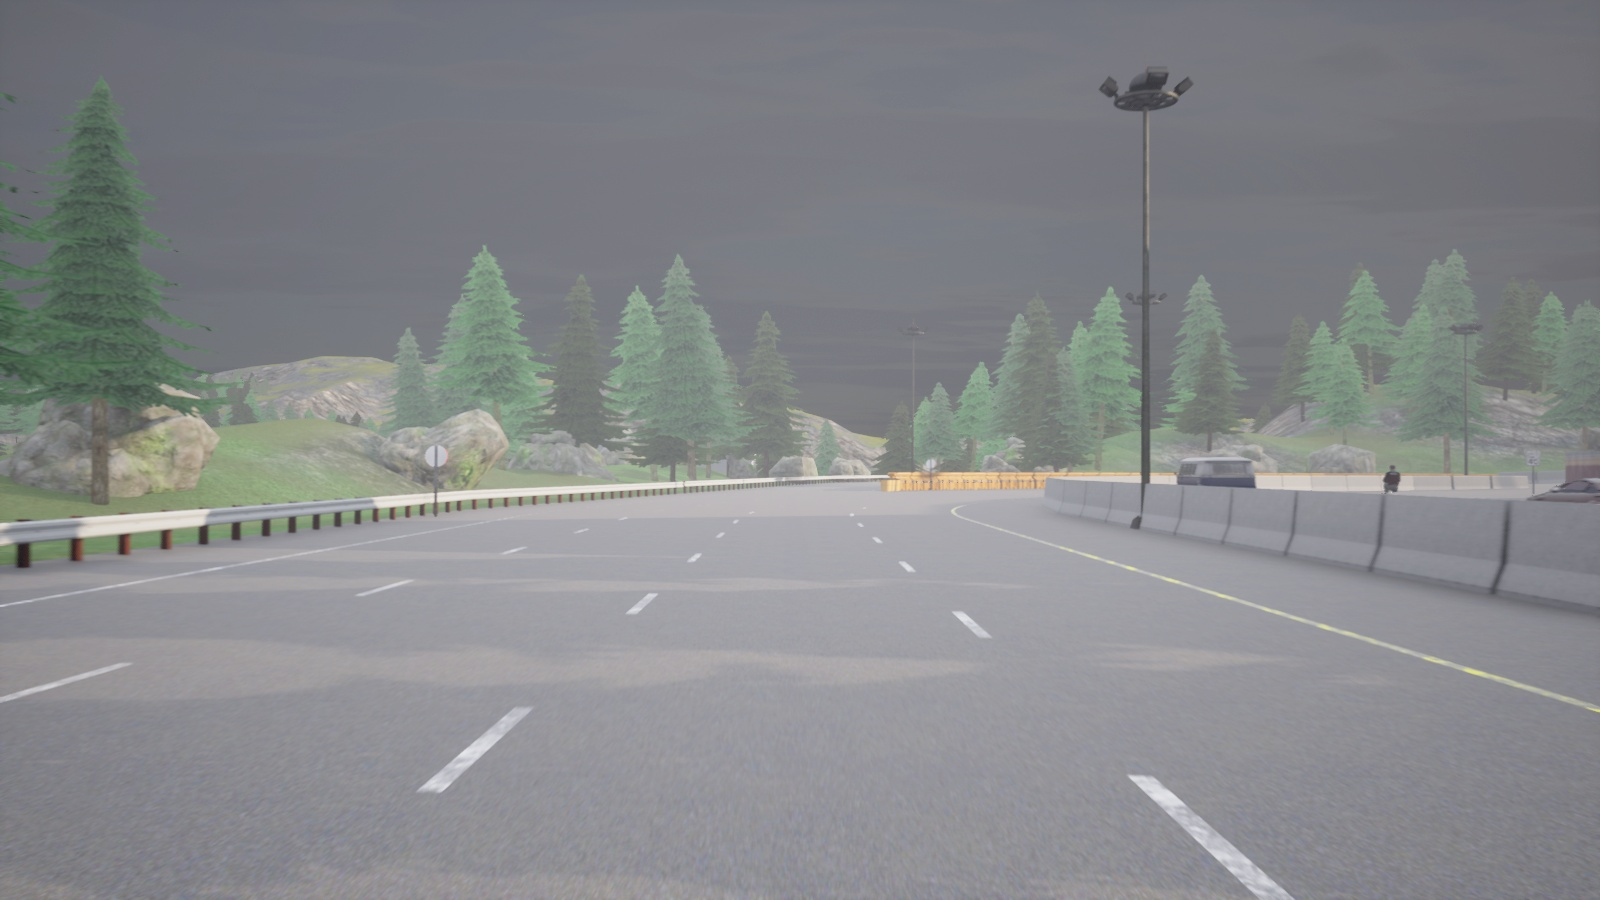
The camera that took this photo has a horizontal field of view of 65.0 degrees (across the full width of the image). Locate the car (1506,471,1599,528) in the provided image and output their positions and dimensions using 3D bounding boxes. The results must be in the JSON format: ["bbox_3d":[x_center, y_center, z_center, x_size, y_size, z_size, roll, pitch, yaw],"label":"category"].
[{"bbox_3d":[20.921,1.264,33.316,1.994,1.385,4.181,0,-1,0],"label":"car"}]

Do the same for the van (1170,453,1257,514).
[{"bbox_3d":[14.130,1.120,43.169,1.775,1.987,4.442,-1,-1,4],"label":"van"}]
